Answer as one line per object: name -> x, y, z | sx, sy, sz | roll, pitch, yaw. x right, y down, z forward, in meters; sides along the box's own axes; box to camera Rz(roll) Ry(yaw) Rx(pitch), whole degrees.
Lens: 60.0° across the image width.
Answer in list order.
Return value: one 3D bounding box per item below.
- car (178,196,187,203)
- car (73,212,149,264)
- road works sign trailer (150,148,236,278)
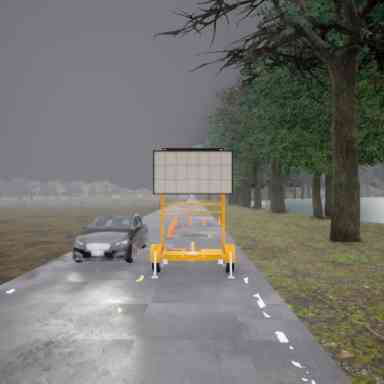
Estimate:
car -> -2.478, 1.829, 84.630 | 2.097, 1.767, 4.553 | 0, -1, 0
car -> -2.712, 1.506, 12.021 | 2.128, 1.511, 4.902 | 0, 0, 0
road works sign trailer -> 0.031, 0.475, 10.113 | 2.380, 3.560, 2.880 | 0, 0, 0
